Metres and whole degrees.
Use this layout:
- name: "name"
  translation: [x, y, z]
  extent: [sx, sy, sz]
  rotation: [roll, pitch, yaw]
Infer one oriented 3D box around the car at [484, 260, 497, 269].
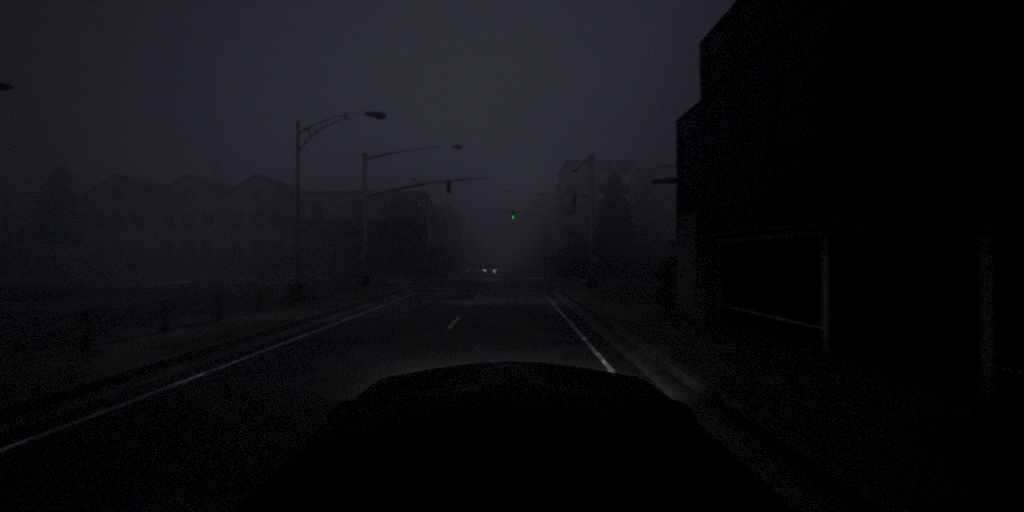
- name: "car"
  translation: [-3.540, 1.330, 58.858]
  extent: [1.882, 1.535, 5.008]
  rotation: [0, 0, 1]
